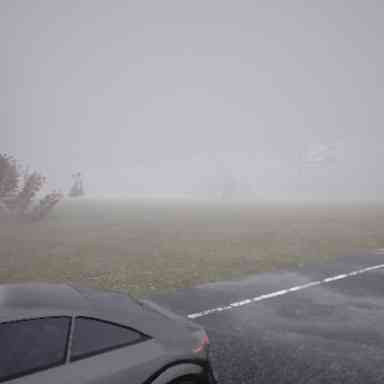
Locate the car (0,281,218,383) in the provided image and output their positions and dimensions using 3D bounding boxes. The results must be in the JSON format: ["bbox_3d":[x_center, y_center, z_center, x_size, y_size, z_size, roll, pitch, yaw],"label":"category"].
[{"bbox_3d":[-1.809,1.564,2.701,4.181,1.385,1.994,0,0,-36],"label":"car"}]
